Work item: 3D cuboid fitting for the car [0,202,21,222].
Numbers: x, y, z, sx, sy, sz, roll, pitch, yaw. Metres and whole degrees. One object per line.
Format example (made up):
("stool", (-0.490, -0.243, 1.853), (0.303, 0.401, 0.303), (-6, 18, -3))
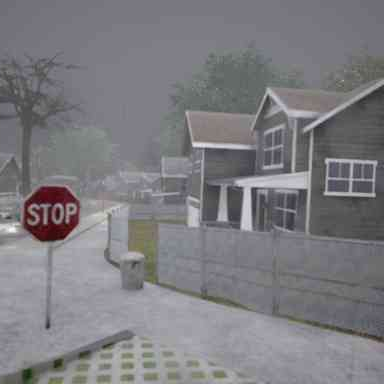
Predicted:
("car", (-14.305, 1.559, 27.194), (2.128, 1.511, 4.902), (2, -1, -8))
